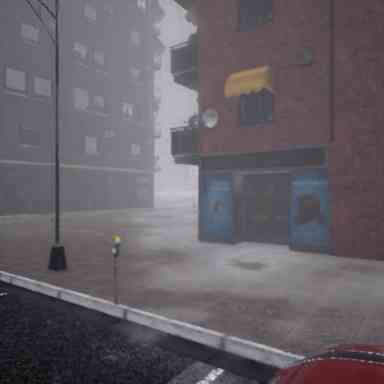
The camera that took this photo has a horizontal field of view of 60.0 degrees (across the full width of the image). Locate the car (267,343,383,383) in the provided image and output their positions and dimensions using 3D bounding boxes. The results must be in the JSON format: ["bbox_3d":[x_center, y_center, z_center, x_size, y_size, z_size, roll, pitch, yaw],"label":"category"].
[{"bbox_3d":[2.081,1.438,1.391,4.097,1.590,1.967,0,0,36],"label":"car"}]
